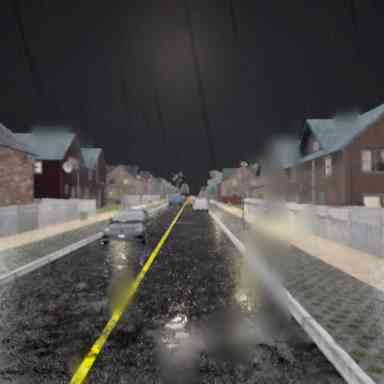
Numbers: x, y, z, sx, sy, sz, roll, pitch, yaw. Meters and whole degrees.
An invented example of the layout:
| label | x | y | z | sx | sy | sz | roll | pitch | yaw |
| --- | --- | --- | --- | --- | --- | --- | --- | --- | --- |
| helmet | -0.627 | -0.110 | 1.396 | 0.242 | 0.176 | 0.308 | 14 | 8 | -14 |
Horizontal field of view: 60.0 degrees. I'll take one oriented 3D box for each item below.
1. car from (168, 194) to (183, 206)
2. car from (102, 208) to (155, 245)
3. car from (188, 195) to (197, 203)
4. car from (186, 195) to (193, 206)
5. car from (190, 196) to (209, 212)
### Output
| label | x | y | z | sx | sy | sz | roll | pitch | yaw |
| --- | --- | --- | --- | --- | --- | --- | --- | --- | --- |
| car | -2.786 | 1.288 | 56.397 | 2.150 | 2.045 | 5.566 | 0 | 0 | 1 |
| car | -2.844 | 1.531 | 15.774 | 1.812 | 1.442 | 4.674 | 0 | 0 | 0 |
| car | 0.026 | 1.520 | 72.144 | 1.837 | 1.490 | 4.892 | 0 | 0 | 0 |
| car | 0.020 | 1.551 | 57.044 | 1.882 | 1.535 | 5.008 | 0 | 0 | 0 |
| car | 0.977 | 1.561 | 38.357 | 1.812 | 1.442 | 4.674 | 0 | 0 | 0 |
